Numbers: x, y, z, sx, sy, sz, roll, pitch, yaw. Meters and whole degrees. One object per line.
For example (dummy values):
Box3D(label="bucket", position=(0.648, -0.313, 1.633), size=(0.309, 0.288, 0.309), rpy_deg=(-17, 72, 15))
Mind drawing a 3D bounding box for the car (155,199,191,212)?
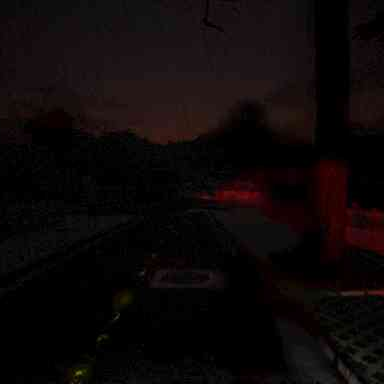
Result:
Box3D(label="car", position=(-2.211, 1.555, 38.866), size=(4.181, 1.385, 1.994), rpy_deg=(0, 0, -25))
